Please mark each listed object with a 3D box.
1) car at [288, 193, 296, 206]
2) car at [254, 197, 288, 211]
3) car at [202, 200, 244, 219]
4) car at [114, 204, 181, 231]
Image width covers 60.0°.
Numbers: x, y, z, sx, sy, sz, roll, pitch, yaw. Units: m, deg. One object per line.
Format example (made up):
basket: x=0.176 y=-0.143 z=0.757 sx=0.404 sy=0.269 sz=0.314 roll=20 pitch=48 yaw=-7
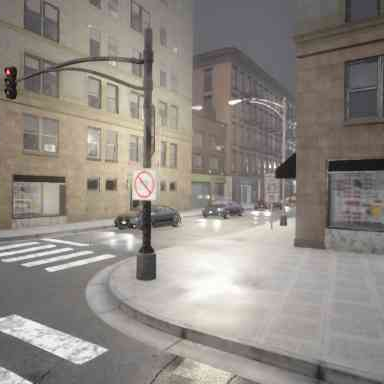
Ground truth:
car: x=13.713 y=0.870 z=42.991 sx=2.097 sy=1.767 sz=4.553 roll=1 pitch=1 yaw=34
car: x=7.991 y=1.191 z=34.481 sx=1.994 sy=1.385 sz=4.181 roll=1 pitch=1 yaw=34
car: x=2.493 y=1.296 z=26.254 sx=1.994 sy=1.385 sz=4.181 roll=1 pitch=1 yaw=34
car: x=-2.421 y=1.388 z=18.887 sx=1.994 sy=1.385 sz=4.181 roll=1 pitch=1 yaw=34
